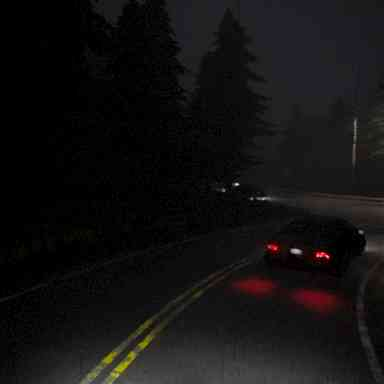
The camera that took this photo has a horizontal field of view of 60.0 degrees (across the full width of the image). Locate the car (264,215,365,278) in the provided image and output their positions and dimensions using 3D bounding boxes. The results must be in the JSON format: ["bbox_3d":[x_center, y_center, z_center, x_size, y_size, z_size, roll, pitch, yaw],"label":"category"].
[{"bbox_3d":[3.968,1.452,10.185,2.033,1.411,5.357,4,3,34],"label":"car"}]

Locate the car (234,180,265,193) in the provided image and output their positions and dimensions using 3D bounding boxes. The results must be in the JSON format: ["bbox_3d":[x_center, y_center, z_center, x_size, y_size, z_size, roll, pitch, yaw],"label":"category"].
[{"bbox_3d":[6.027,-0.277,35.470,1.994,1.385,4.181,-2,5,-21],"label":"car"}]

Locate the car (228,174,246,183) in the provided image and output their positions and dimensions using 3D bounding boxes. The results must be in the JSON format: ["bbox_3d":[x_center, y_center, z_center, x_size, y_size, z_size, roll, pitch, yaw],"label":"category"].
[{"bbox_3d":[8.644,-2.665,63.616,2.128,1.511,4.902,2,5,21],"label":"car"}]
